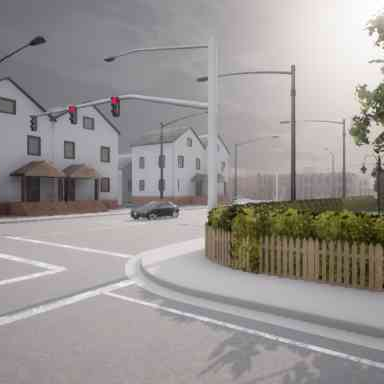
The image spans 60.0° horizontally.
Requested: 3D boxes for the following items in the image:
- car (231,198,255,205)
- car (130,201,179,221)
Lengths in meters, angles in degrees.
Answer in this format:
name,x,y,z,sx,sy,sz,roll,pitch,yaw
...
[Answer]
name,x,y,z,sx,sy,sz,roll,pitch,yaw
car,6.307,1.525,40.926,1.812,1.442,4.674,0,0,35
car,-2.980,1.506,27.497,1.837,1.490,4.892,0,0,35
